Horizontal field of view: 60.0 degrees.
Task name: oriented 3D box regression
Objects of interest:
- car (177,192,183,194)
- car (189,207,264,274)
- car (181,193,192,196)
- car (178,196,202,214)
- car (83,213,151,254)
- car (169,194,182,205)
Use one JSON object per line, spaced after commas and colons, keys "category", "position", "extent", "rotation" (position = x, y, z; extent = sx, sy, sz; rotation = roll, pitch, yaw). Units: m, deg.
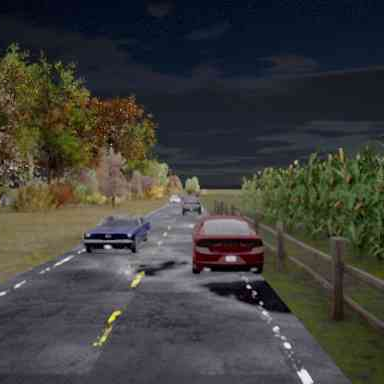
{"category": "car", "position": [-2.928, 1.100, 85.488], "extent": [2.150, 2.045, 5.566], "rotation": [0, 0, 0]}
{"category": "car", "position": [0.941, 1.460, 10.528], "extent": [1.882, 1.535, 5.008], "rotation": [0, 0, 0]}
{"category": "car", "position": [-0.046, 1.281, 47.800], "extent": [2.097, 1.767, 4.553], "rotation": [0, 0, 0]}
{"category": "car", "position": [-0.021, 1.439, 33.775], "extent": [2.128, 1.511, 4.902], "rotation": [0, 0, 0]}
{"category": "car", "position": [-2.879, 1.578, 13.617], "extent": [1.895, 1.301, 4.718], "rotation": [0, 0, 0]}
{"category": "car", "position": [-2.939, 1.441, 57.338], "extent": [1.812, 1.442, 4.674], "rotation": [0, 0, 0]}
